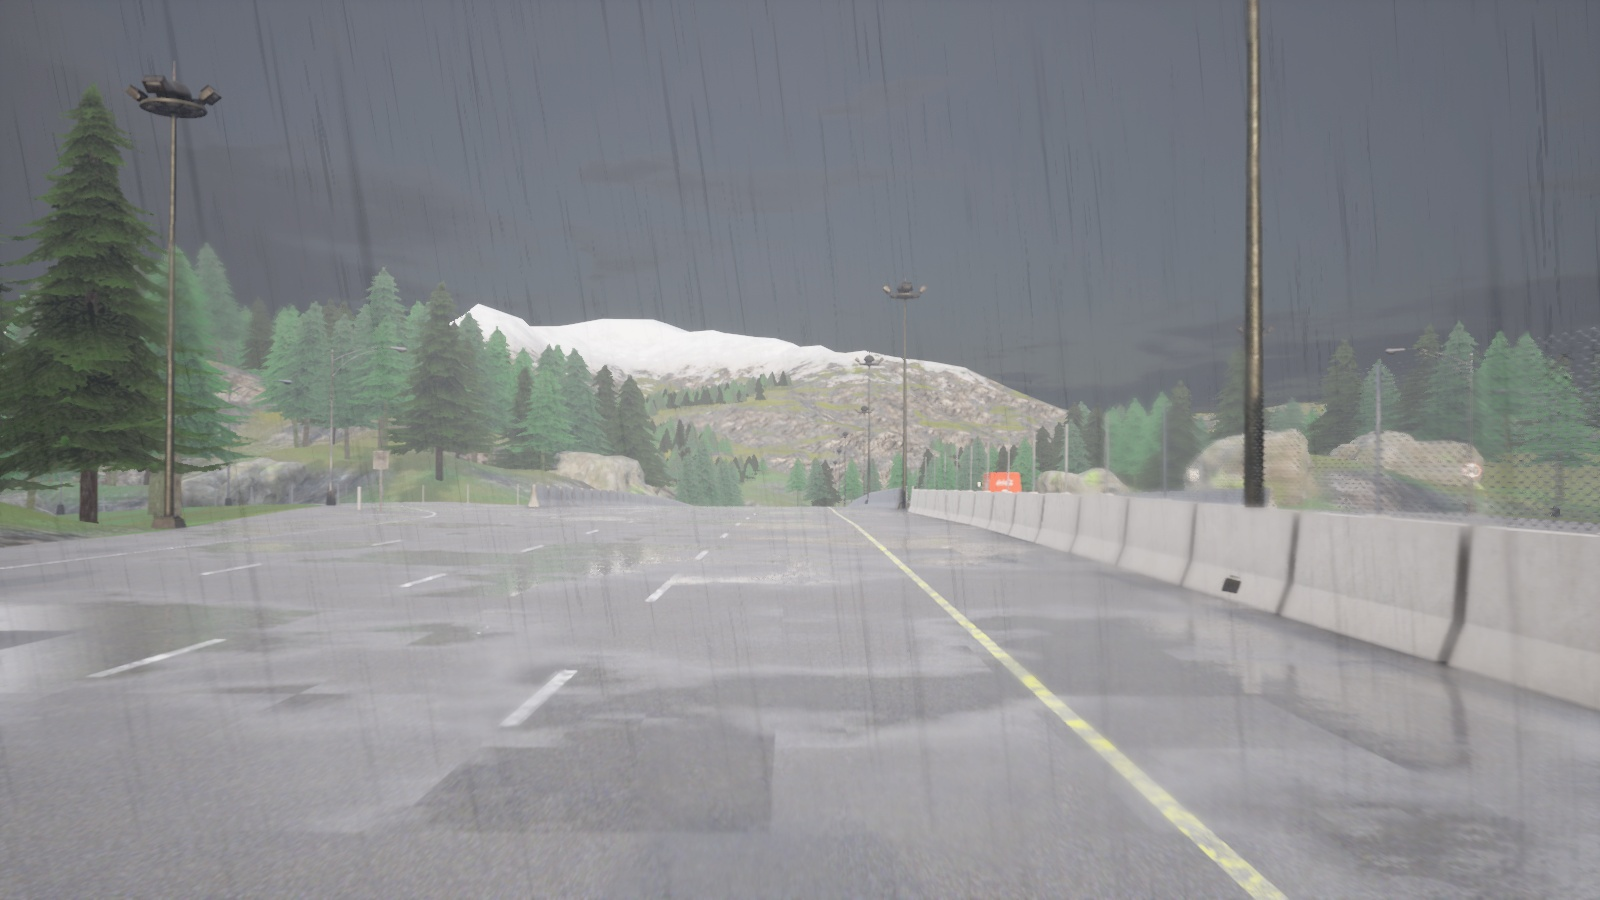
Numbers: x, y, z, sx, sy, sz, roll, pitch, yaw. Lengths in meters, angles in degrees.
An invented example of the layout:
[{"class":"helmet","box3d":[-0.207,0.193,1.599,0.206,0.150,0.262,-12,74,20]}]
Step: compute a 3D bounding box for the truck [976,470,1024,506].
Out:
[{"class":"truck","box3d":[14.213,2.756,89.474,2.627,2.467,5.204,0,-2,1]}]
